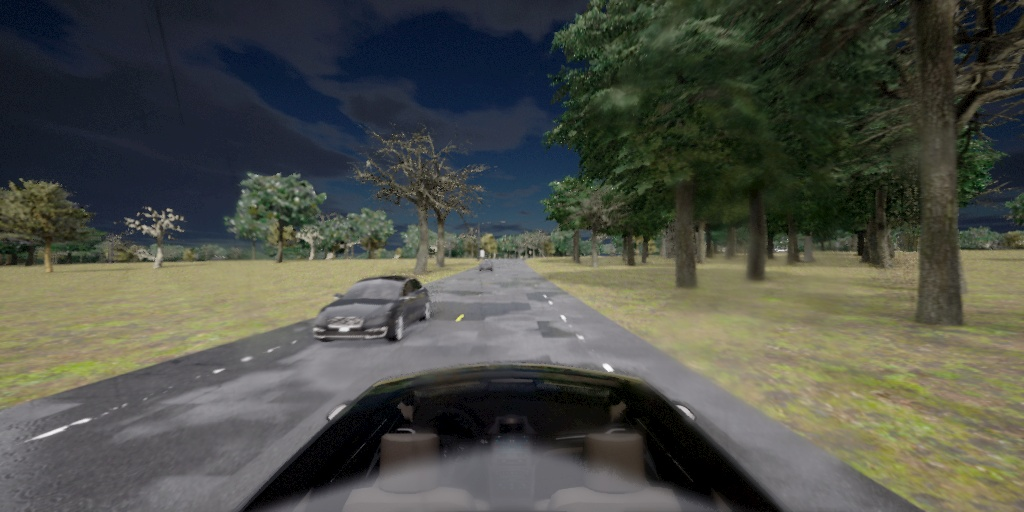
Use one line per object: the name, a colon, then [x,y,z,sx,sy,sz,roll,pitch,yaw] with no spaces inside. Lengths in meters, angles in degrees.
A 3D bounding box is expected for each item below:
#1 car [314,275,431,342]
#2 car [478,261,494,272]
car: [-3.598,1.340,10.124,1.837,1.490,4.892,0,0,0]
car: [-3.576,1.424,50.373,1.837,1.490,4.892,0,0,0]
